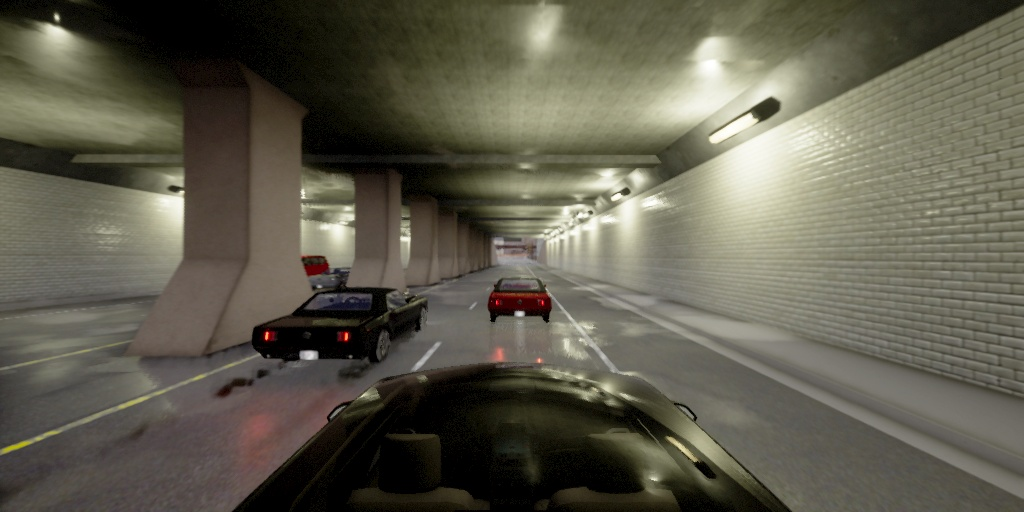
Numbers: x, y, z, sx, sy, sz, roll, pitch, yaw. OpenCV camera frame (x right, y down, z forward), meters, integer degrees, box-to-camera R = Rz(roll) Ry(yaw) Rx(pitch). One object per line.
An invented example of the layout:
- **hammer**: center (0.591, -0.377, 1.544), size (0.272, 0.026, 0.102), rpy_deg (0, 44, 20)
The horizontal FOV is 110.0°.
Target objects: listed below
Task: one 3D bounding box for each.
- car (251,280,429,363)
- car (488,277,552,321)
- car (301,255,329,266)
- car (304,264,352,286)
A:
- **car**: center (-3.302, 1.347, 8.115), size (1.895, 1.301, 4.718), rpy_deg (0, 0, 1)
- **car**: center (0.260, 1.368, 12.485), size (1.895, 1.301, 4.718), rpy_deg (0, 0, 1)
- **car**: center (-13.770, 0.946, 22.889), size (2.150, 2.045, 5.566), rpy_deg (0, 0, 1)
- **car**: center (-10.296, 1.338, 21.425), size (1.895, 1.301, 4.718), rpy_deg (0, 0, 1)
